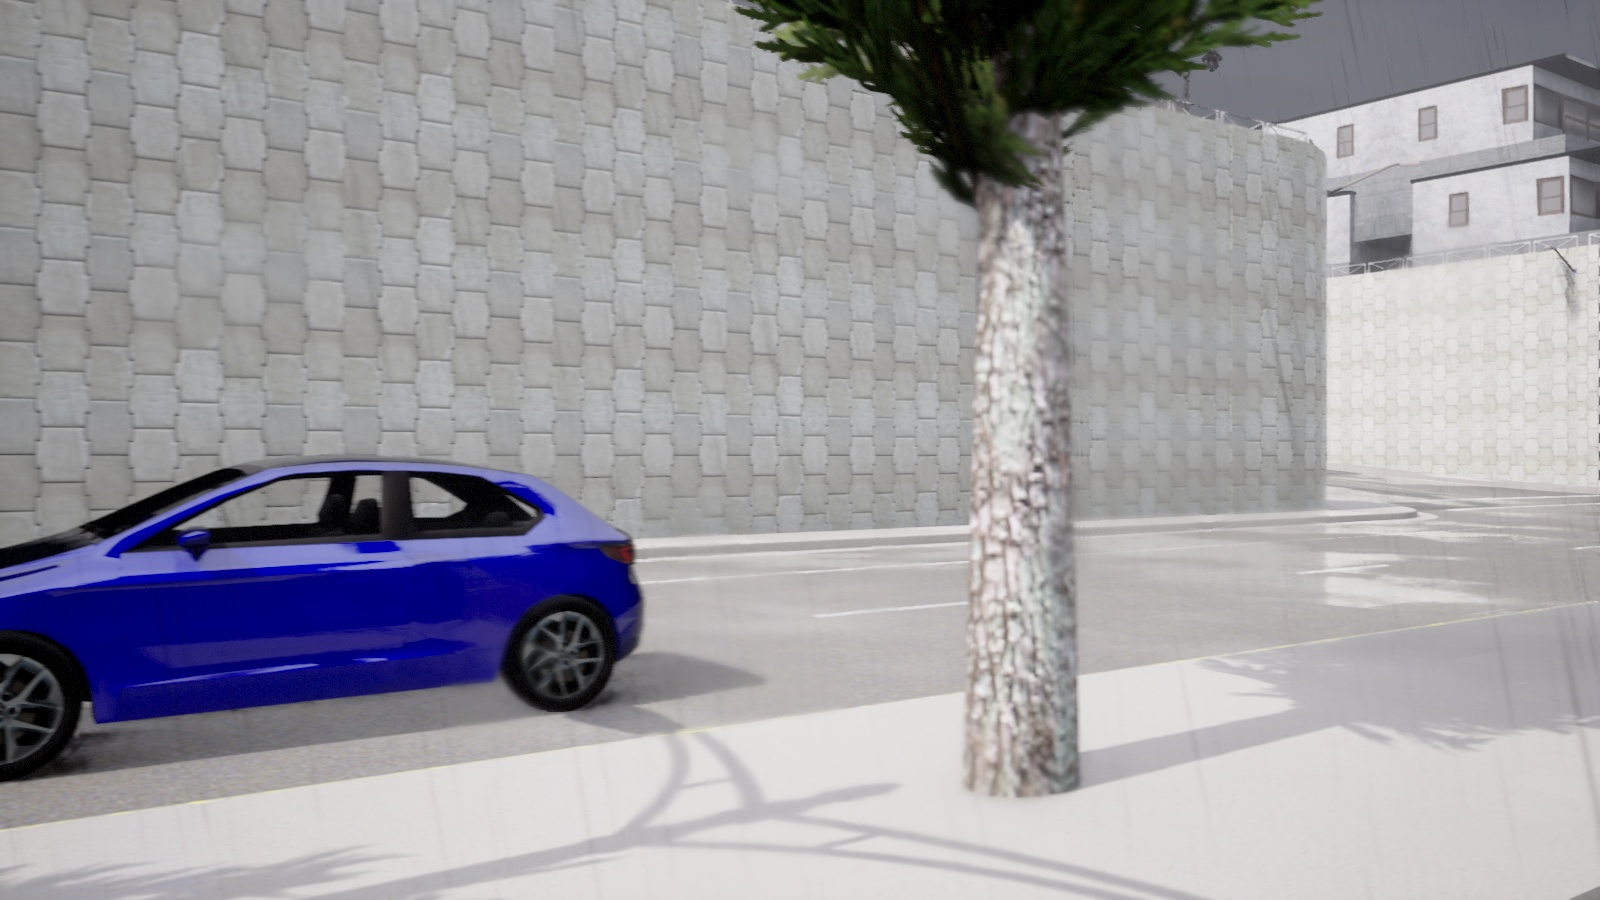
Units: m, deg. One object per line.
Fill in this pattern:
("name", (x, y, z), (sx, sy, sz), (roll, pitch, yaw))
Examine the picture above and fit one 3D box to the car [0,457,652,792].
("car", (-3.115, 0.782, 6.973), (4.193, 1.474, 1.816), (0, 0, -35))
